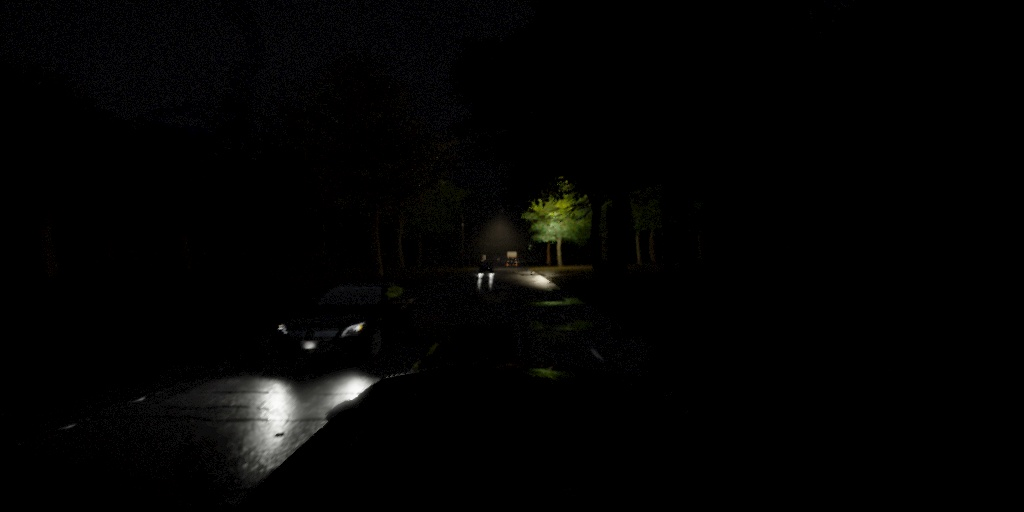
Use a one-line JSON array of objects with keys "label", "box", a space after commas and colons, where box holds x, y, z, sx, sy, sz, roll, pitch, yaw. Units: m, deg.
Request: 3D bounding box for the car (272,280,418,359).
[{"label": "car", "box": [-3.597, 1.328, 8.691, 1.812, 1.442, 4.674, 0, 0, 0]}]

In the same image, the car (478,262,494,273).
[{"label": "car", "box": [-3.562, 1.574, 50.020, 1.837, 1.490, 4.892, 0, 0, 0]}]
